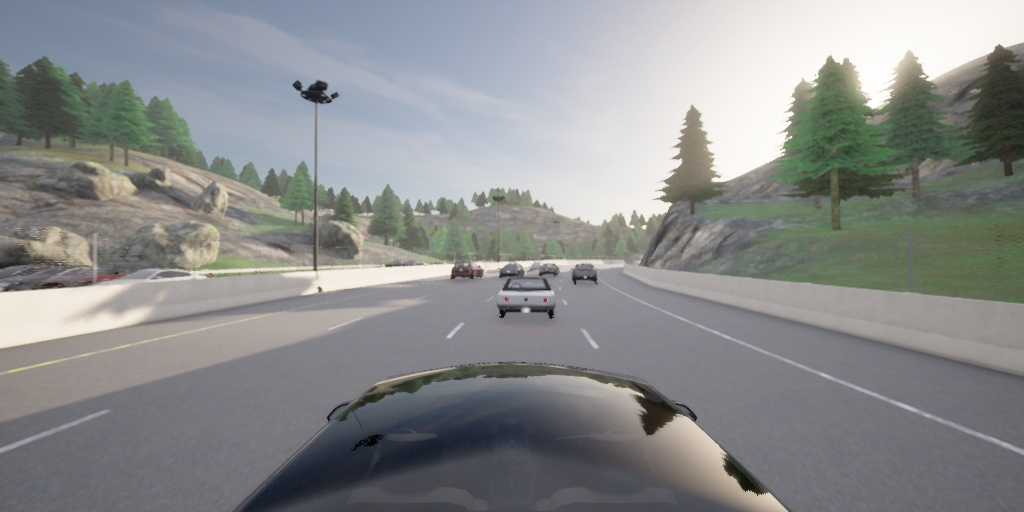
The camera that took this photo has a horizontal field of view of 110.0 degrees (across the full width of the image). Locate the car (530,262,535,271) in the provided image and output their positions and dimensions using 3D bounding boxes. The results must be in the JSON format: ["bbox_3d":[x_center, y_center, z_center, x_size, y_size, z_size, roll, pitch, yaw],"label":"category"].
[{"bbox_3d":[3.938,1.541,53.019,1.812,1.442,4.674,0,-1,16],"label":"car"}]

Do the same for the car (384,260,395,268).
[{"bbox_3d":[-19.531,1.361,60.520,2.097,1.767,4.553,0,0,16],"label":"car"}]

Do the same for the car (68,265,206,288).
[{"bbox_3d":[-16.899,1.320,16.871,1.812,1.442,4.674,0,0,5],"label":"car"}]

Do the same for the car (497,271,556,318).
[{"bbox_3d":[0.583,1.411,13.387,1.895,1.301,4.718,0,0,4],"label":"car"}]

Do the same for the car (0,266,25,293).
[{"bbox_3d":[-23.719,1.285,19.206,2.128,1.511,4.902,0,0,5],"label":"car"}]

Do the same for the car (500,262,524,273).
[{"bbox_3d":[0.045,1.489,36.601,1.994,1.385,4.181,0,0,11],"label":"car"}]

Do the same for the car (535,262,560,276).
[{"bbox_3d":[4.210,1.497,39.928,2.033,1.411,5.357,0,0,12],"label":"car"}]

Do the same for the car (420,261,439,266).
[{"bbox_3d":[-12.714,1.577,58.941,1.994,1.385,4.181,0,0,17],"label":"car"}]

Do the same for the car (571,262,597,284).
[{"bbox_3d":[5.832,1.390,29.087,2.128,1.511,4.902,0,0,9],"label":"car"}]

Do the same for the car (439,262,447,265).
[{"bbox_3d":[-9.279,1.507,58.215,2.128,1.511,4.902,0,0,17],"label":"car"}]

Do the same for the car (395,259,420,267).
[{"bbox_3d":[-16.466,1.357,58.598,2.097,1.767,4.553,0,0,16],"label":"car"}]

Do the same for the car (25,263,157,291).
[{"bbox_3d":[-20.293,1.146,18.116,2.097,1.767,4.553,0,0,5],"label":"car"}]

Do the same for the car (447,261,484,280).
[{"bbox_3d":[-4.080,1.254,33.401,2.097,1.767,4.553,0,0,10],"label":"car"}]
